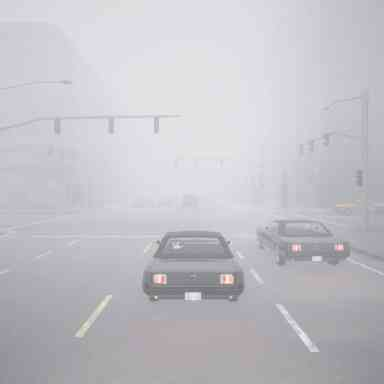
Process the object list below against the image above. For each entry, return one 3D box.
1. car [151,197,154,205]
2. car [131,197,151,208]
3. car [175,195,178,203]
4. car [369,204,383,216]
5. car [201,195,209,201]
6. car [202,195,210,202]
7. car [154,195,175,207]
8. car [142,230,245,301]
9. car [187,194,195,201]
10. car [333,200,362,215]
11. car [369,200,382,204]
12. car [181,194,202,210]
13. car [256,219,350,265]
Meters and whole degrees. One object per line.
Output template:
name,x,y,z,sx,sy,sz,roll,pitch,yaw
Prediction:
car,-7.533,1.547,58.398,2.033,1.411,5.357,0,0,0
car,-7.560,1.505,47.830,1.837,1.490,4.892,0,0,0
car,-4.001,1.505,60.083,1.837,1.490,4.892,0,0,1
car,3.592,1.221,1.882,2.150,2.045,5.566,0,0,0
car,3.318,1.552,87.362,1.994,1.385,4.181,0,0,1
car,3.227,1.595,77.387,1.895,1.301,4.718,0,0,1
car,-4.079,1.547,50.240,2.033,1.411,5.357,0,0,0
car,0.036,1.601,8.246,1.895,1.301,4.718,0,0,0
car,-0.183,1.355,87.230,2.097,1.767,4.553,0,0,1
car,17.179,1.533,34.261,5.008,1.535,1.882,0,0,0
car,19.245,1.547,30.761,4.902,1.511,2.128,0,0,0
car,-0.233,1.218,43.497,2.150,2.045,5.566,0,0,-1
car,3.539,1.601,11.634,1.895,1.301,4.718,0,0,0
